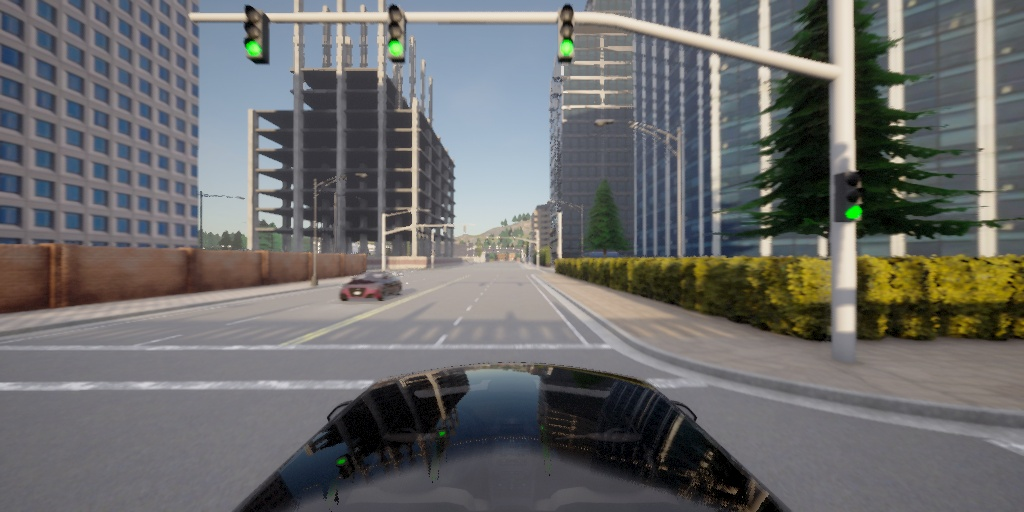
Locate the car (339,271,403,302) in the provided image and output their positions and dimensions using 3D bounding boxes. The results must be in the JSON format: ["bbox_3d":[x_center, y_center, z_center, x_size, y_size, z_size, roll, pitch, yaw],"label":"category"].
[{"bbox_3d":[-6.995,1.477,18.182,1.994,1.385,4.181,0,0,0],"label":"car"}]
